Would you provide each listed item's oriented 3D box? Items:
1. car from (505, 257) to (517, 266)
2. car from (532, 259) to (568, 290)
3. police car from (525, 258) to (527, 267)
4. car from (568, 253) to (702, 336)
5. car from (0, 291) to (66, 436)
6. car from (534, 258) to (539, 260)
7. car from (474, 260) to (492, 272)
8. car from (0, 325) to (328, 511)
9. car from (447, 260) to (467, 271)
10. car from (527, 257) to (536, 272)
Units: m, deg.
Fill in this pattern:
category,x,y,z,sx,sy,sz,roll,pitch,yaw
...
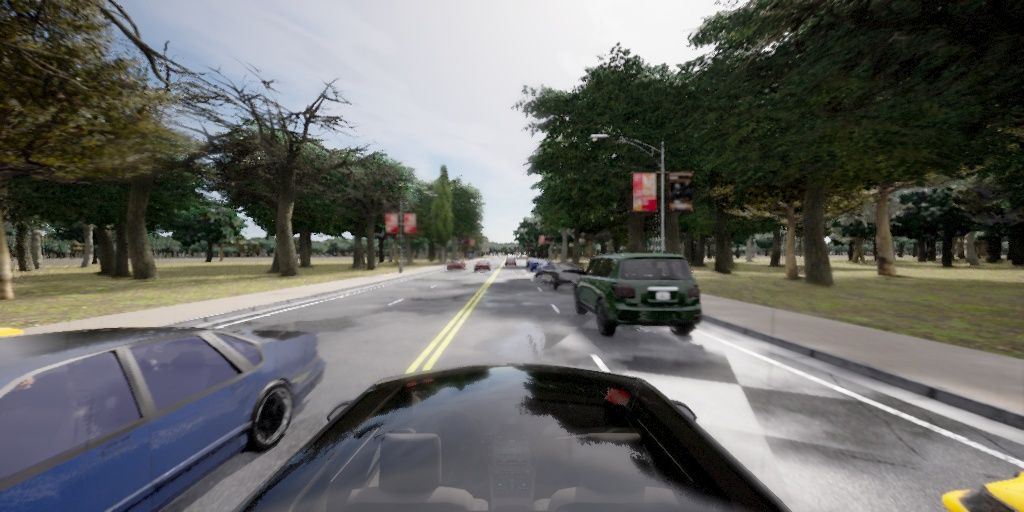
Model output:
category,x,y,z,sx,sy,sz,roll,pitch,yaw
car,-0.206,1.031,62.702,1.994,1.385,4.181,0,0,0
car,2.970,1.156,21.894,2.128,1.511,4.902,0,0,-9
police car,3.095,0.936,54.495,1.930,1.638,5.238,0,0,0
car,3.245,0.936,10.394,2.150,2.045,5.566,0,0,0
car,-6.601,1.226,2.045,1.882,1.535,5.008,0,0,0
car,3.194,1.142,32.376,1.812,1.442,4.674,0,0,0
car,-3.436,1.170,42.641,1.895,1.301,4.718,0,0,0
car,-3.350,1.295,2.388,2.033,1.411,5.357,0,0,0
car,-6.685,1.165,43.574,1.895,1.301,4.718,0,0,0
car,3.150,1.044,43.381,1.882,1.535,5.008,0,0,0
